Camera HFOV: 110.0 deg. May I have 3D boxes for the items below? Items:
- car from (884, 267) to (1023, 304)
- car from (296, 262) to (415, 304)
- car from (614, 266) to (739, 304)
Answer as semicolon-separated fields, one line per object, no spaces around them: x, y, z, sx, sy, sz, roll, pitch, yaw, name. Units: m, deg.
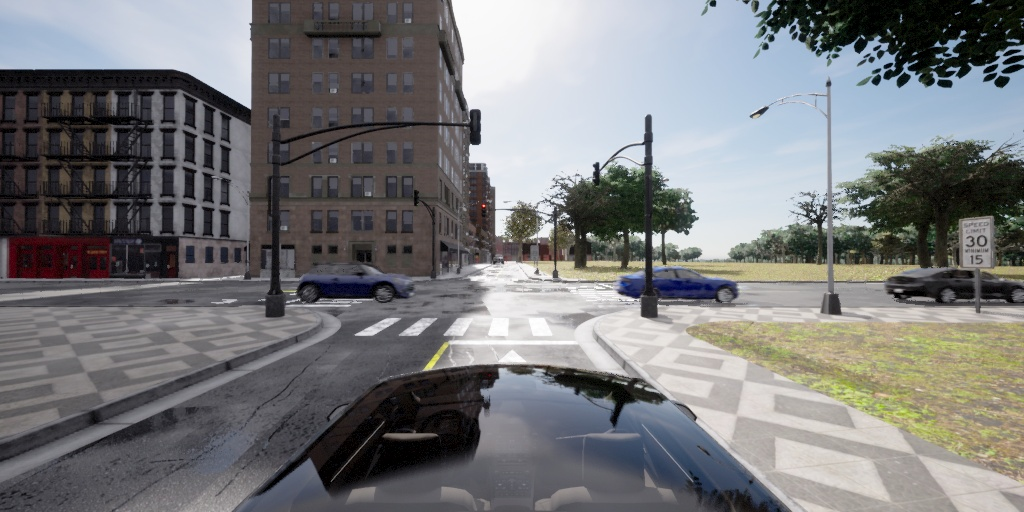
19.040;1.247;15.418;4.892;1.490;1.837;0;-1;0;car
-6.553;1.047;15.425;4.553;1.767;2.097;0;-1;0;car
7.005;1.196;15.421;5.008;1.535;1.882;0;-1;0;car
